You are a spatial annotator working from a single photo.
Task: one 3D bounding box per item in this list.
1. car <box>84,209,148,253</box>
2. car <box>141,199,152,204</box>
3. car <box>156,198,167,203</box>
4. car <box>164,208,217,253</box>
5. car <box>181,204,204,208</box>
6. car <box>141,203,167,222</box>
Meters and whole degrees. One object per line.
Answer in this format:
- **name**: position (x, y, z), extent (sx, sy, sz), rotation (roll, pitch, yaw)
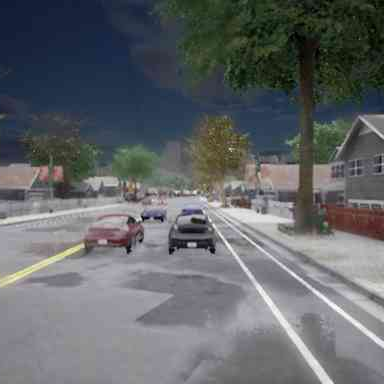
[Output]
- **car**: position (-3.242, 1.667, 14.380), extent (1.812, 1.442, 4.674), rotation (0, 0, 0)
- **car**: position (-9.735, 2.200, 71.783), extent (1.837, 1.490, 4.892), rotation (0, -1, 0)
- **car**: position (-6.486, 2.056, 71.813), extent (2.097, 1.767, 4.553), rotation (0, -1, 0)
- **car**: position (0.007, 1.649, 14.292), extent (1.837, 1.490, 4.892), rotation (0, 0, 0)
- **car**: position (0.012, 1.767, 29.475), extent (1.882, 1.535, 5.008), rotation (0, 0, 0)
- **car**: position (-3.242, 1.886, 29.098), extent (1.895, 1.301, 4.718), rotation (0, -1, 0)
